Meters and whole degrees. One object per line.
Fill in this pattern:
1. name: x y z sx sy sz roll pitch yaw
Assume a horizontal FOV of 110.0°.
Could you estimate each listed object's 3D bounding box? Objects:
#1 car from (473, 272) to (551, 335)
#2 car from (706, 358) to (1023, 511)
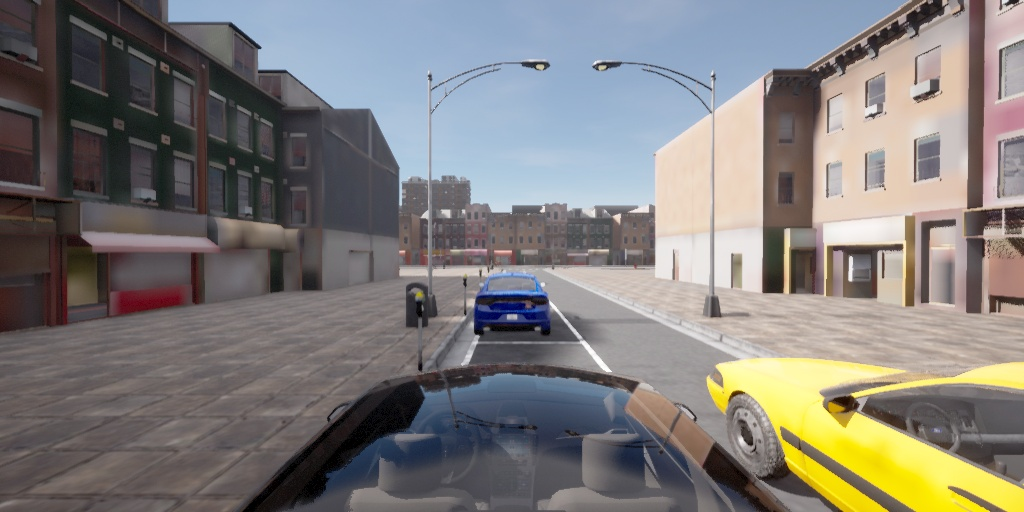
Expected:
1. car: 0.006 1.217 10.501 1.882 1.535 5.008 0 0 0
2. car: 3.020 1.200 1.690 1.801 1.575 5.366 0 0 0
